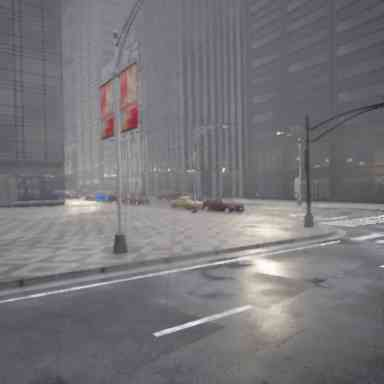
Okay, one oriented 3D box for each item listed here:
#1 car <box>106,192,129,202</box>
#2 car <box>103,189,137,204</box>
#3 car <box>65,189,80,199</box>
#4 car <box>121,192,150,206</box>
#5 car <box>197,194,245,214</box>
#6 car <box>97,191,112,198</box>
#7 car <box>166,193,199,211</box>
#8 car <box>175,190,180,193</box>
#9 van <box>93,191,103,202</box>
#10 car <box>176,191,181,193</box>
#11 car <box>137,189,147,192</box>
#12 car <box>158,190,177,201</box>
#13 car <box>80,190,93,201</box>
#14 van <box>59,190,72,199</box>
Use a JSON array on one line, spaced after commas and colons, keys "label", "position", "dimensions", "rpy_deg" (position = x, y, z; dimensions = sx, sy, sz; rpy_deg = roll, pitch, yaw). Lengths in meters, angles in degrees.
[{"label": "car", "position": [-12.482, 0.762, 55.500], "dimensions": [1.882, 1.535, 5.008], "rpy_deg": [-2, 1, -36]}, {"label": "car", "position": [-10.399, 0.738, 47.759], "dimensions": [2.192, 1.841, 5.009], "rpy_deg": [-1, 1, -36]}, {"label": "car", "position": [-23.565, 0.647, 66.004], "dimensions": [1.967, 1.590, 4.097], "rpy_deg": [-1, 1, -36]}, {"label": "car", "position": [-7.105, 1.018, 43.201], "dimensions": [1.887, 1.381, 4.507], "rpy_deg": [-1, 1, -36]}, {"label": "car", "position": [2.770, 1.158, 29.518], "dimensions": [1.887, 1.381, 4.507], "rpy_deg": [-1, 1, -36]}, {"label": "car", "position": [-19.942, 0.484, 75.550], "dimensions": [1.887, 1.381, 4.507], "rpy_deg": [-1, 1, -36]}, {"label": "car", "position": [-0.423, 1.095, 33.941], "dimensions": [1.752, 1.417, 4.829], "rpy_deg": [-1, 1, -36]}, {"label": "car", "position": [-0.192, 0.828, 48.187], "dimensions": [1.947, 1.339, 4.313], "rpy_deg": [-1, 1, -36]}, {"label": "van", "position": [-13.691, 0.712, 52.320], "dimensions": [1.690, 1.788, 3.998], "rpy_deg": [-1, 1, -36]}, {"label": "car", "position": [0.674, 0.977, 37.127], "dimensions": [2.128, 1.511, 4.902], "rpy_deg": [-2, 2, -36]}, {"label": "car", "position": [-10.068, 0.422, 61.864], "dimensions": [2.192, 1.841, 5.009], "rpy_deg": [-1, 1, -36]}, {"label": "car", "position": [-3.486, 0.527, 52.743], "dimensions": [2.192, 1.841, 5.009], "rpy_deg": [-1, 1, -36]}, {"label": "car", "position": [-16.981, 0.869, 56.884], "dimensions": [2.008, 1.369, 4.403], "rpy_deg": [-1, 1, -36]}, {"label": "van", "position": [-26.857, 0.491, 70.563], "dimensions": [1.690, 1.788, 3.998], "rpy_deg": [-1, 1, -36]}]
